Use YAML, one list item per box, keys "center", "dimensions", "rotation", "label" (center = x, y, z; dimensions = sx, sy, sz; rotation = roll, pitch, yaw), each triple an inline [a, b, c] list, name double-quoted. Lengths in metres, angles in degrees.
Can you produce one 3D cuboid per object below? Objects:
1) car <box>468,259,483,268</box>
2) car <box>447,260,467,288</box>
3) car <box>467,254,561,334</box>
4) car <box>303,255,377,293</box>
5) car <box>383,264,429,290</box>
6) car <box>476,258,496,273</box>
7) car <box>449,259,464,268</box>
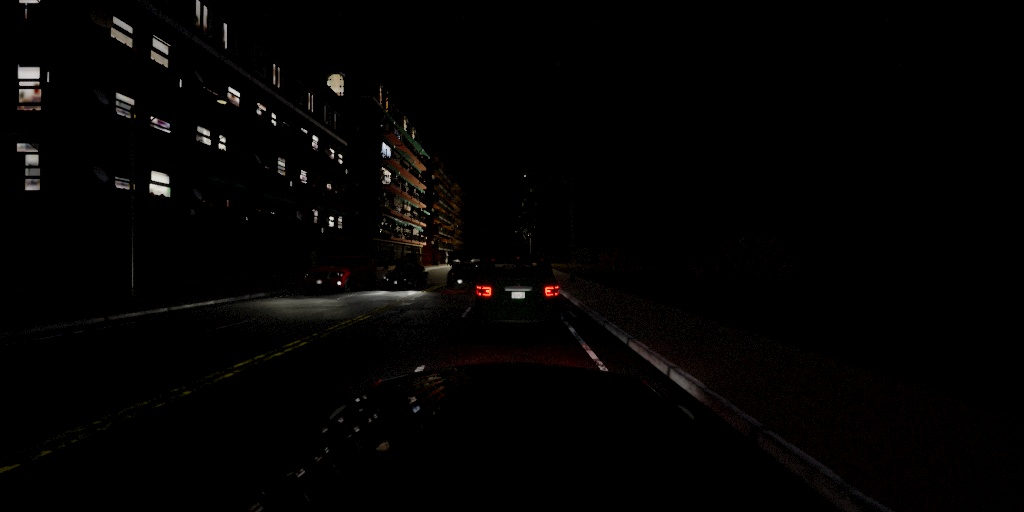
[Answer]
- center: [-6.533, 1.243, 64.839]
  dimensions: [2.128, 1.511, 4.902]
  rotation: [0, 0, 0]
  label: "car"
- center: [-3.145, 1.259, 24.035]
  dimensions: [1.837, 1.490, 4.892]
  rotation: [0, 0, 0]
  label: "car"
- center: [0.104, 0.973, 10.742]
  dimensions: [2.150, 2.045, 5.566]
  rotation: [0, 0, -1]
  label: "car"
- center: [-9.844, 0.974, 21.076]
  dimensions: [2.150, 2.045, 5.566]
  rotation: [0, 0, 0]
  label: "car"
- center: [-6.596, 1.258, 22.748]
  dimensions: [1.837, 1.490, 4.892]
  rotation: [0, 0, 0]
  label: "car"
- center: [-3.135, 1.107, 43.957]
  dimensions: [2.097, 1.767, 4.553]
  rotation: [0, 0, 0]
  label: "car"
- center: [-9.792, 1.316, 63.395]
  dimensions: [1.994, 1.385, 4.181]
  rotation: [0, 0, 0]
  label: "car"
